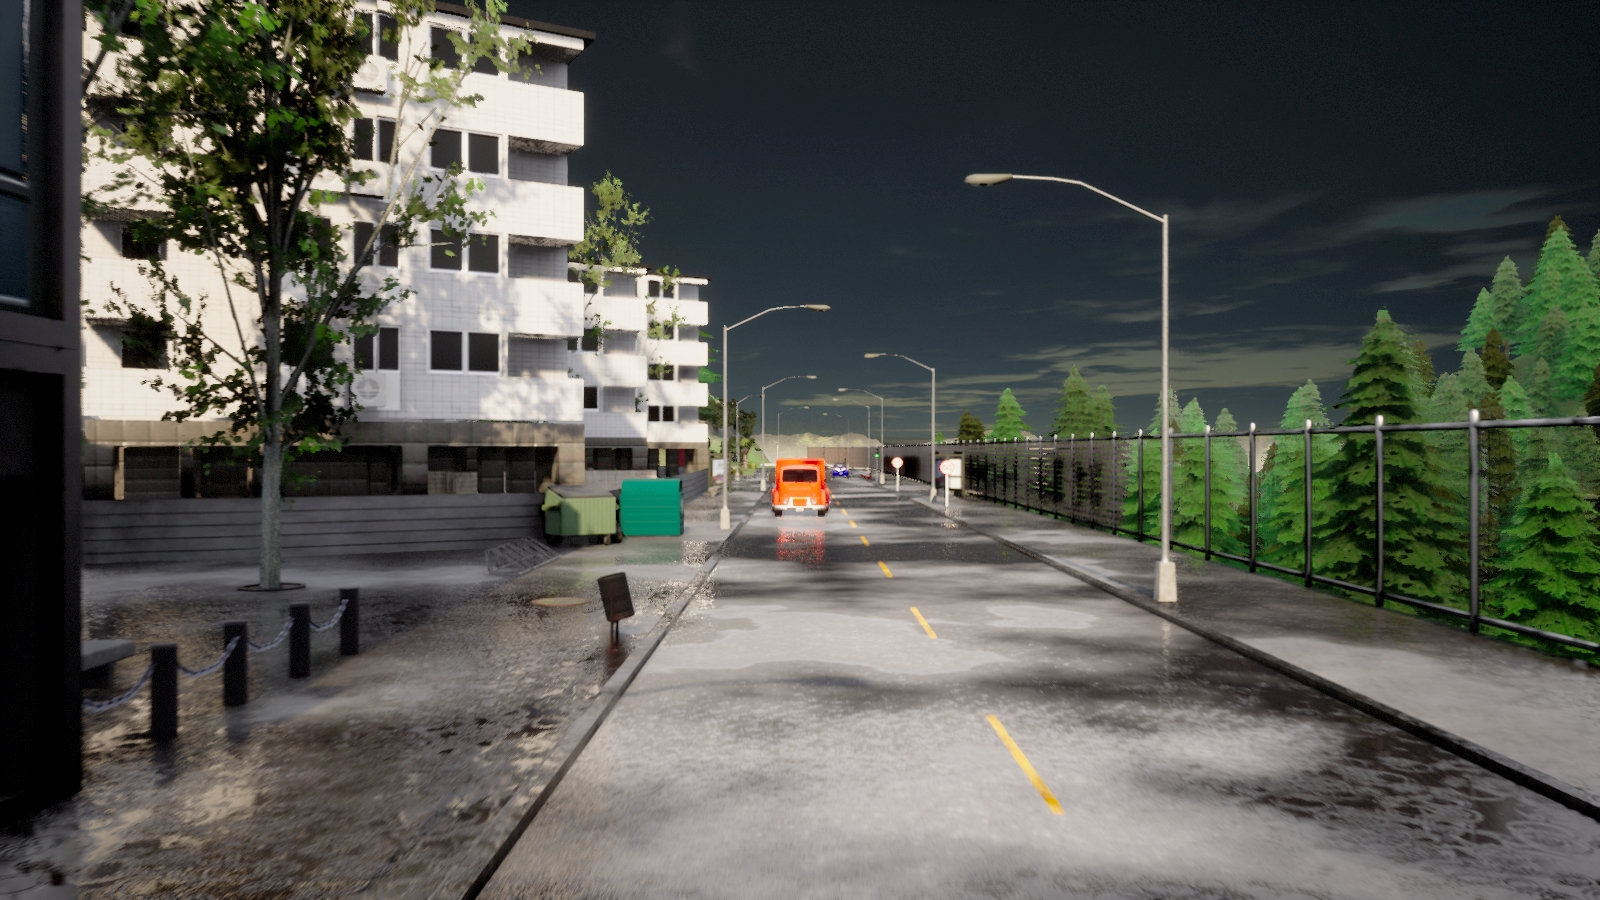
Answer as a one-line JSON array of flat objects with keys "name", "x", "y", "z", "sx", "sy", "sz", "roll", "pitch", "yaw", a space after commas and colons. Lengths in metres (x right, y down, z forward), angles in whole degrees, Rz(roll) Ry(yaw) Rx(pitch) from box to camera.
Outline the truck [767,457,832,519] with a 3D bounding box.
[{"name": "truck", "x": 0.018, "y": 1.568, "z": 49.027, "sx": 2.627, "sy": 2.467, "sz": 5.204, "roll": 0, "pitch": 0, "yaw": 1}]
